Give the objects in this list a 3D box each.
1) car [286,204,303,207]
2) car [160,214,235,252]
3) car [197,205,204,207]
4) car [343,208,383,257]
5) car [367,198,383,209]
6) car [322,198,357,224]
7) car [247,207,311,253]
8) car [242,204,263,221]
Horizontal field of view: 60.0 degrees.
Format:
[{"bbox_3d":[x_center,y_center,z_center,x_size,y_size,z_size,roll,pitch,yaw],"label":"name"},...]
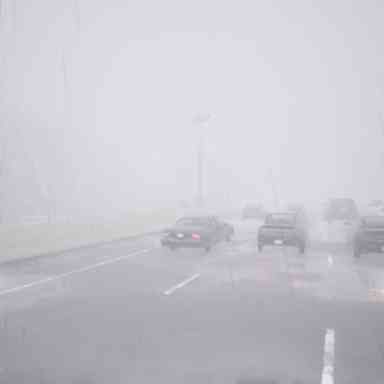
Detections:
[{"bbox_3d":[9.064,1.810,29.384,2.128,1.511,4.902,0,-1,16],"label":"car"},{"bbox_3d":[0.447,1.713,14.919,2.033,1.411,5.357,0,-1,21],"label":"car"},{"bbox_3d":[2.038,1.919,63.470,2.150,2.045,5.566,0,-1,9],"label":"car"},{"bbox_3d":[7.304,1.648,13.273,1.837,1.490,4.892,0,0,21],"label":"car"},{"bbox_3d":[15.497,1.504,26.447,2.150,2.045,5.566,0,0,17],"label":"car"},{"bbox_3d":[12.148,1.518,27.463,2.150,2.045,5.566,0,0,17],"label":"car"},{"bbox_3d":[4.048,1.651,14.555,2.128,1.511,4.902,0,-1,21],"label":"car"},{"bbox_3d":[5.720,1.824,30.416,2.128,1.511,4.902,0,-1,16],"label":"car"}]
